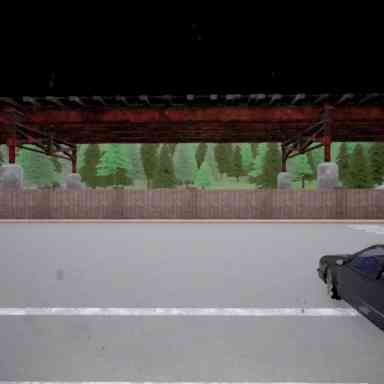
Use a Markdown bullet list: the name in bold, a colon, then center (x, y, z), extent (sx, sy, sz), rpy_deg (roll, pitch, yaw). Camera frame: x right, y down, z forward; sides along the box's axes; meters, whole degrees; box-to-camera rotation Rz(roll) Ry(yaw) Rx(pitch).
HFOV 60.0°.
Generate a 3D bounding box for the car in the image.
- **car**: center (3.698, 1.550, 5.284), extent (2.033, 1.411, 5.357), rpy_deg (0, 0, 3)
